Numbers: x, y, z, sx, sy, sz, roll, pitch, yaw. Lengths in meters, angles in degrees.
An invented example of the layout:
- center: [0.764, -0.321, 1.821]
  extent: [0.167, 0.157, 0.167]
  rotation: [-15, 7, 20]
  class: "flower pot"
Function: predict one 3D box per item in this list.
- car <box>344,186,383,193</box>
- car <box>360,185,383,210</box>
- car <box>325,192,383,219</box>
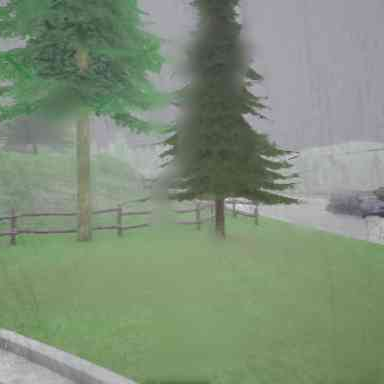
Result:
- center: [13.755, 0.647, 28.517]
  extent: [2.097, 1.767, 4.553]
  rotation: [-1, 1, -9]
  class: "car"
- center: [17.271, 0.469, 28.692]
  extent: [2.150, 2.045, 5.566]
  rotation: [-1, 1, -9]
  class: "car"
- center: [11.224, 0.986, 22.411]
  extent: [2.033, 1.411, 5.357]
  rotation: [-1, 1, -9]
  class: "car"
